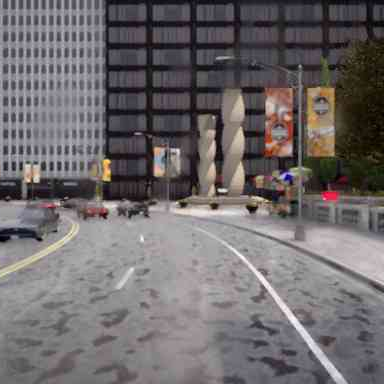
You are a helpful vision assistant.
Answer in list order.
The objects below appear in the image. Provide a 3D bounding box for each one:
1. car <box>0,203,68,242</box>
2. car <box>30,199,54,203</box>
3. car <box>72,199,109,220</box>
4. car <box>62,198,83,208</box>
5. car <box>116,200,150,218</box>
[{"bbox_3d":[-7.873,1.508,16.550,2.033,1.411,5.357,0,0,-10],"label":"car"},{"bbox_3d":[-17.879,1.471,39.356,4.181,1.385,1.994,0,0,41],"label":"car"},{"bbox_3d":[-8.393,1.532,27.718,1.895,1.301,4.718,0,0,-28],"label":"car"},{"bbox_3d":[-14.159,1.448,40.737,5.357,1.411,2.033,0,0,44],"label":"car"},{"bbox_3d":[-5.272,1.431,29.289,1.837,1.490,4.892,0,0,-29],"label":"car"}]
